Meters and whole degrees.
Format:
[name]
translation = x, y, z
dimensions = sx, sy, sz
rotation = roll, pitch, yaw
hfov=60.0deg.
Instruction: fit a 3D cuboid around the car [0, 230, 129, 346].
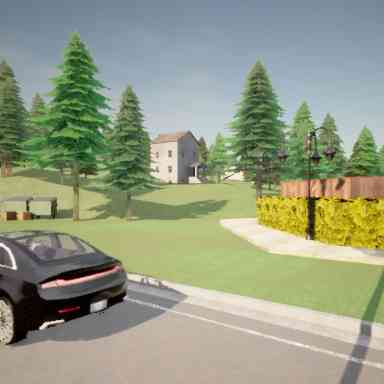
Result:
[car]
translation = -3.366, 1.491, 6.393
dimensions = 4.902, 1.511, 2.128
rotation = 0, 0, 36
